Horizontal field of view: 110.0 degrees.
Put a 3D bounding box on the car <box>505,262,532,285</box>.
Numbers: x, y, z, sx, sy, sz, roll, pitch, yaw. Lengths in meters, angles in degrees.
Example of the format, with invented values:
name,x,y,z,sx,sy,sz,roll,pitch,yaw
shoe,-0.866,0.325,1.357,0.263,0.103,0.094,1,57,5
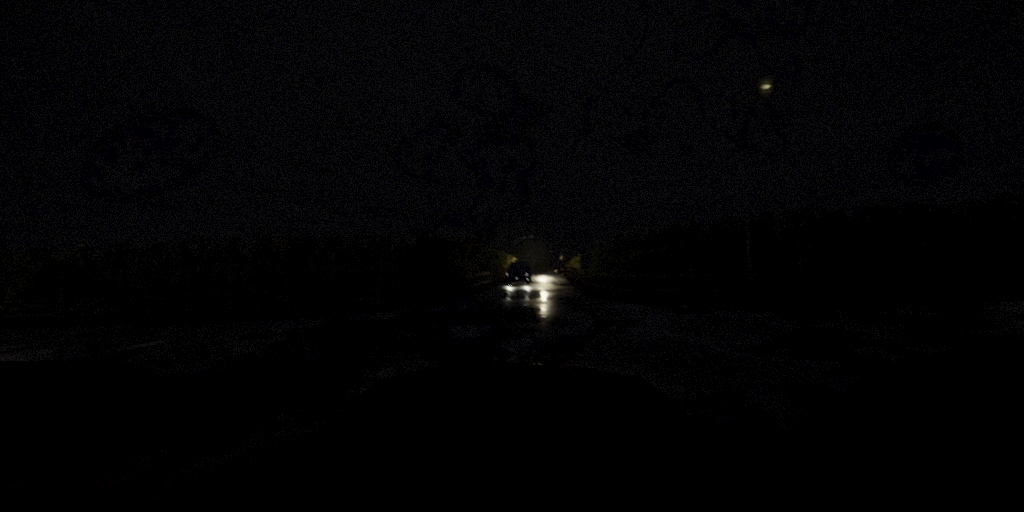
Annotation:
name,x,y,z,sx,sy,sz,roll,pitch,yaw
car,0.669,1.550,32.558,2.150,2.045,5.566,-1,-1,6
